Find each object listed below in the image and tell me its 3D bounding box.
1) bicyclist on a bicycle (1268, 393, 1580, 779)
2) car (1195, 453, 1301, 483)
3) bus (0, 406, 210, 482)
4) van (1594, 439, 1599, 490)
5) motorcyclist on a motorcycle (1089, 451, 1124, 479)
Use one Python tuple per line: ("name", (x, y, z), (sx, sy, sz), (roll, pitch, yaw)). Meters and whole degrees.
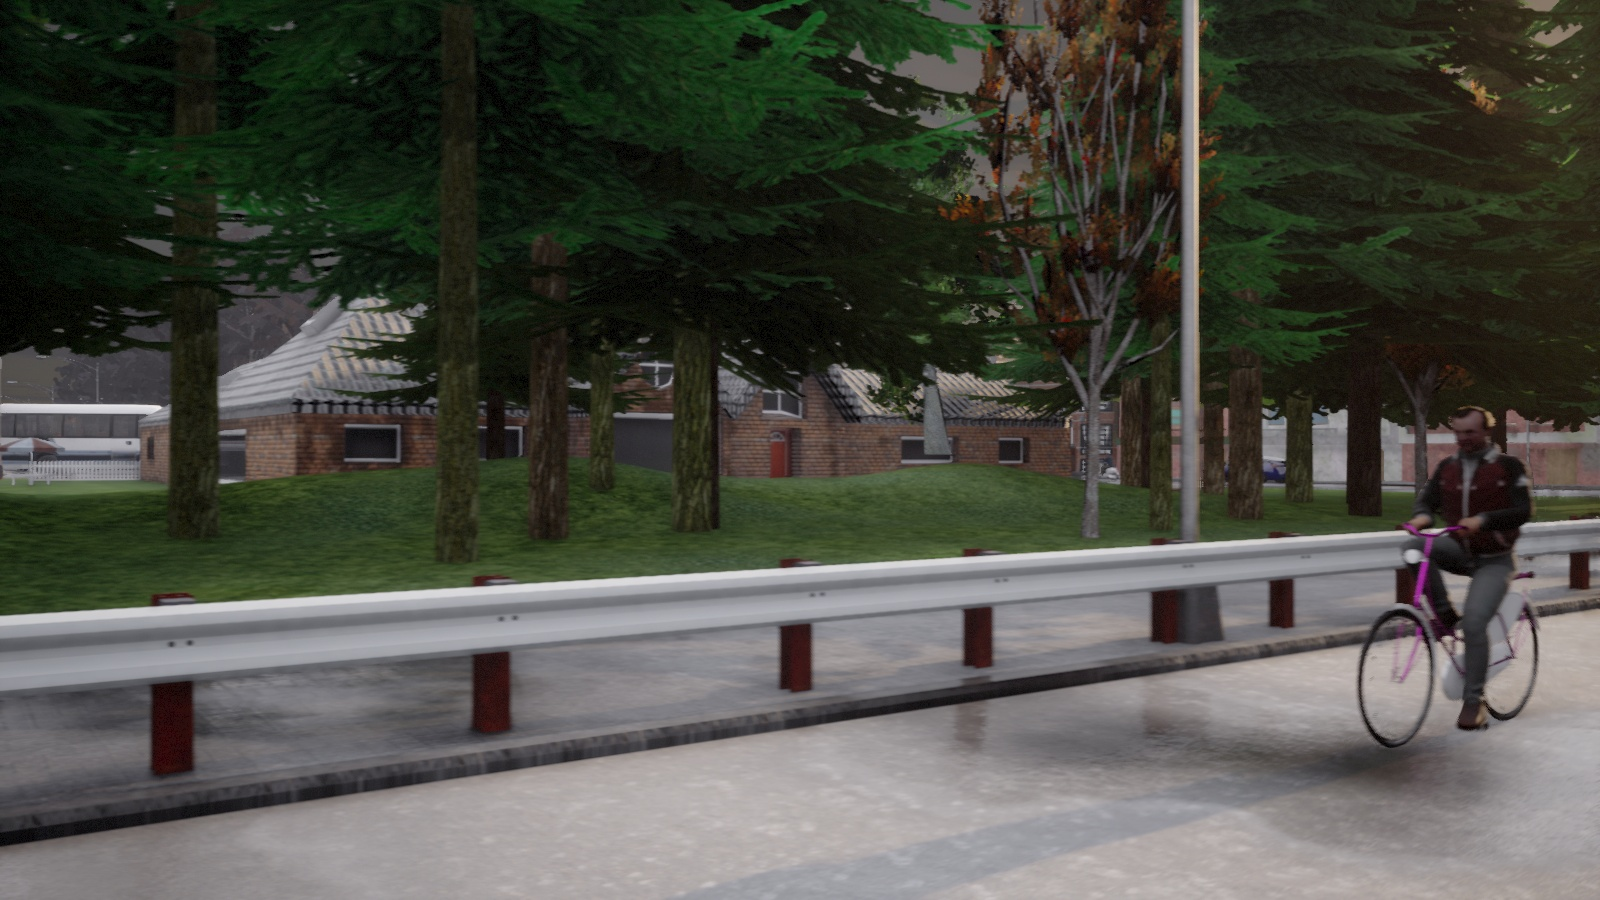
("bicyclist on a bicycle", (3.301, 0.630, 6.579), (1.843, 1.776, 0.659), (0, 0, -35))
("car", (23.019, 0.899, 64.671), (2.163, 1.488, 4.792), (0, 0, -35))
("bus", (-40.534, -0.358, 73.419), (10.273, 4.253, 3.944), (0, 0, -10))
("van", (33.867, 0.561, 48.972), (2.069, 2.038, 4.480), (0, 0, -35))
("motorcyclist on a motorcycle", (17.669, 0.883, 72.414), (0.866, 1.590, 1.817), (0, 0, -35))
